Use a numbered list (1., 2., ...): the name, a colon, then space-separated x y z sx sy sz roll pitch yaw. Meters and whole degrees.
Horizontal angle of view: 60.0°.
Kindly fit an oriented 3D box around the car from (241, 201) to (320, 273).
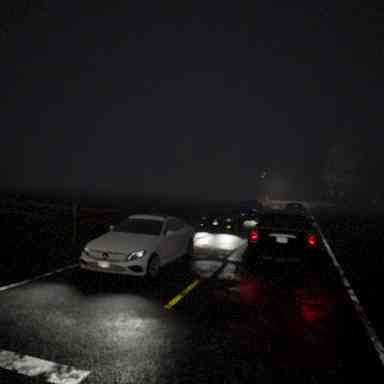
1. car: 3.173 1.380 11.361 2.097 1.767 4.553 3 1 18

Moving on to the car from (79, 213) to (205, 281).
1. car: -1.256 1.376 9.703 1.812 1.442 4.674 3 1 18

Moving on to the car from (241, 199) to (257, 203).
1. car: 5.042 1.414 29.043 1.882 1.535 5.008 3 1 18

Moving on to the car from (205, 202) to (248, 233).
1. car: 1.825 1.456 19.194 1.994 1.385 4.181 3 1 18

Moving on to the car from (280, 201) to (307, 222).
1. car: 8.993 1.655 29.315 2.033 1.411 5.357 3 1 18
